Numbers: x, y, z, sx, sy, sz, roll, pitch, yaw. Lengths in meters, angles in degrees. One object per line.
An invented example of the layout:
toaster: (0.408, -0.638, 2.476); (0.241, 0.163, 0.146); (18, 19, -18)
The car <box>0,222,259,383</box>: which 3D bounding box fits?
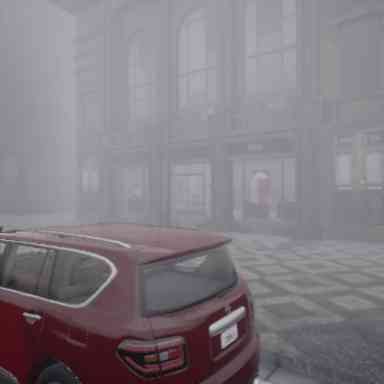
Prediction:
car: (-1.626, 1.319, 4.241); (5.009, 1.841, 2.192); (0, 0, 35)
